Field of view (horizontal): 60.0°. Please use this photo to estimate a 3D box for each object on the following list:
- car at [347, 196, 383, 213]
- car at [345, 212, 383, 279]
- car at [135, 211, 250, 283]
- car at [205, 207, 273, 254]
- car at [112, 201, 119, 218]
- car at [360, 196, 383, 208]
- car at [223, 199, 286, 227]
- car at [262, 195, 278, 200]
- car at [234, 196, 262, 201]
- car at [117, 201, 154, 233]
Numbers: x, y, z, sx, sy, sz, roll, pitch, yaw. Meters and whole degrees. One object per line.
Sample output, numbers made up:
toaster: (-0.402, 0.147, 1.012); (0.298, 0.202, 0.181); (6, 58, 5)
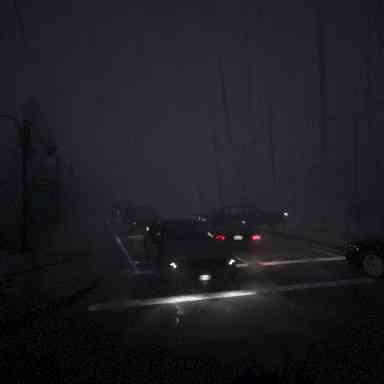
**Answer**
car: (15.622, 1.356, 29.164); (1.970, 1.475, 3.806); (0, 0, -17)
car: (6.522, 1.475, 8.224); (5.008, 1.535, 1.882); (0, 0, 40)
car: (-0.371, 1.543, 10.098); (2.033, 1.411, 5.357); (0, 0, -15)
car: (1.354, 1.538, 13.388); (2.033, 1.411, 5.357); (0, 0, -4)
car: (-6.233, 1.515, 30.094); (2.033, 1.411, 5.357); (0, 0, -17)
car: (23.953, 1.274, 43.138); (1.845, 1.501, 3.633); (0, 0, -17)
car: (2.857, 1.467, 19.893); (5.357, 1.411, 2.033); (-3, 1, -15)
car: (10.402, 1.278, 47.086); (2.152, 1.636, 5.027); (0, 0, -17)
car: (7.412, 1.288, 46.134); (2.007, 1.523, 4.514); (0, 0, -17)
car: (-3.089, 1.529, 19.937); (2.033, 1.411, 5.357); (0, 0, -17)
